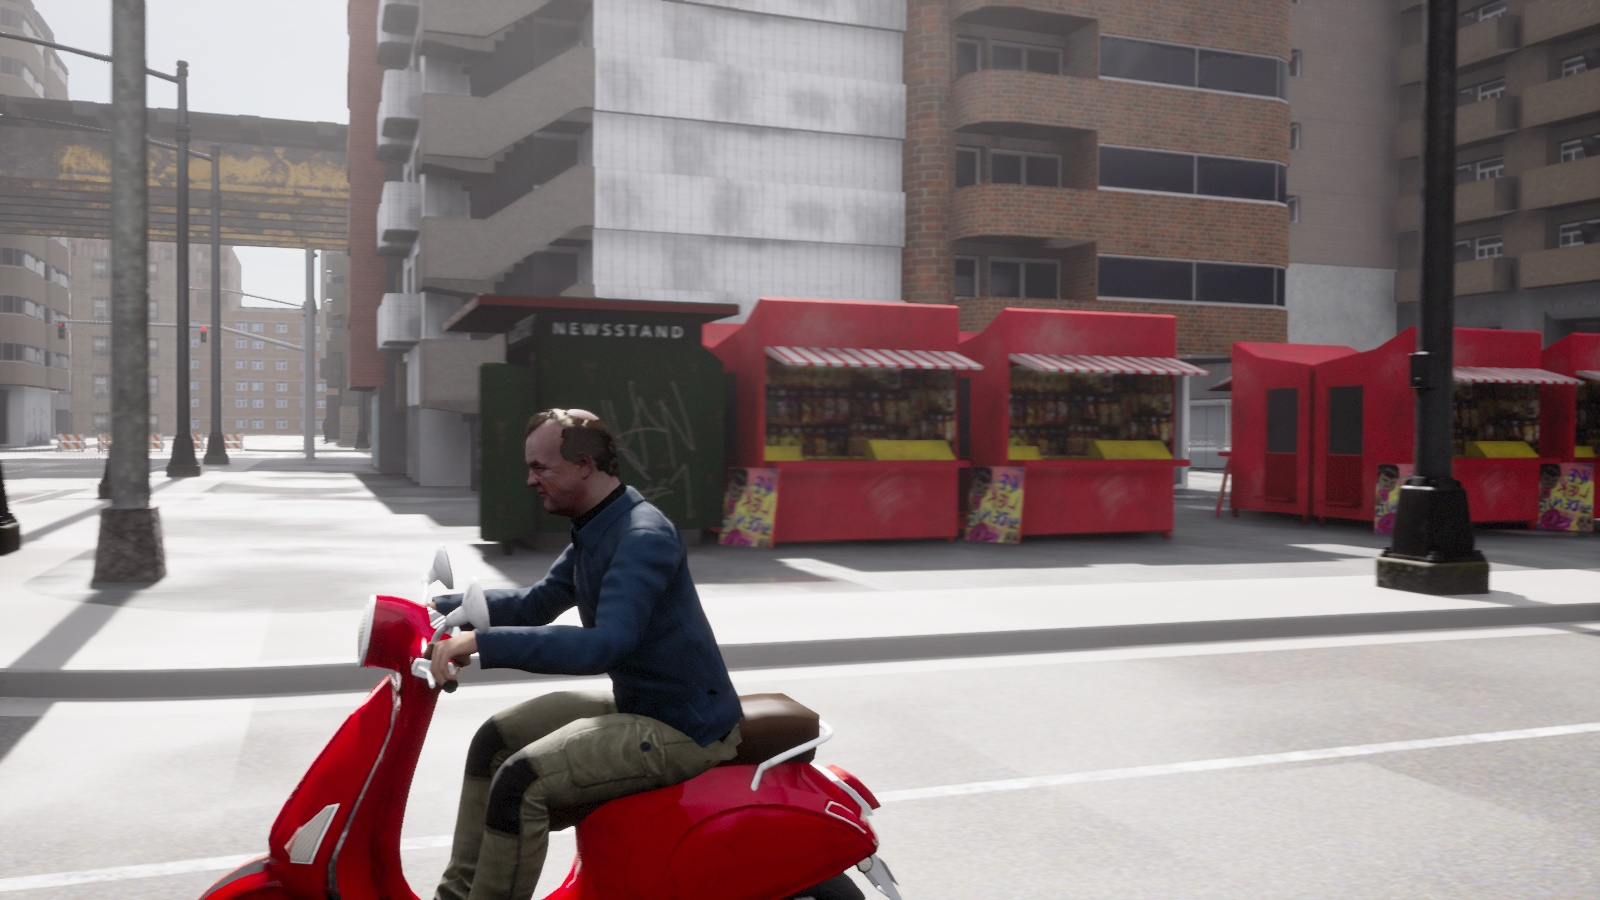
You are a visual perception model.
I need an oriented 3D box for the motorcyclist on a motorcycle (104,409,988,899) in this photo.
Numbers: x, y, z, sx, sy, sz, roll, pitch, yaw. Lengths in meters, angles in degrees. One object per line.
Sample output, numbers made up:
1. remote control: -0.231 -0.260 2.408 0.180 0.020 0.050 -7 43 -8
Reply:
1. motorcyclist on a motorcycle: -0.564 0.706 3.024 1.817 1.590 0.866 -1 1 -21
